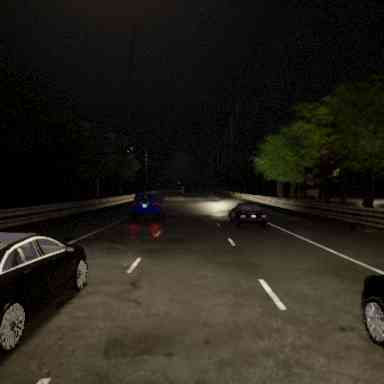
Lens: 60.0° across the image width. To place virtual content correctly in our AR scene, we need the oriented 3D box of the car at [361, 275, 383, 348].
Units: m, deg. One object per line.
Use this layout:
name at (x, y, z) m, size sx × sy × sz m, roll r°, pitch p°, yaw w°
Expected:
car at (3.598, 1.475, 3.246) m, size 1.882 × 1.535 × 5.008 m, roll 0°, pitch 0°, yaw 0°

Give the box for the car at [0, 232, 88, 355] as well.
car at (-3.403, 1.483, 6.048) m, size 2.128 × 1.511 × 4.902 m, roll 0°, pitch 0°, yaw 0°

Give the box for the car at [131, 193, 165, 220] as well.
car at (-3.418, 1.074, 26.683) m, size 2.150 × 2.045 × 5.566 m, roll 0°, pitch 1°, yaw 0°

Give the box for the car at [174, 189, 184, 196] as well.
car at (-3.557, 0.345, 85.628) m, size 1.812 × 1.442 × 4.674 m, roll 0°, pitch 1°, yaw 0°

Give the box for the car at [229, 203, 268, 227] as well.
car at (3.584, 1.448, 21.850) m, size 2.033 × 1.411 × 5.357 m, roll 0°, pitch 0°, yaw 0°
